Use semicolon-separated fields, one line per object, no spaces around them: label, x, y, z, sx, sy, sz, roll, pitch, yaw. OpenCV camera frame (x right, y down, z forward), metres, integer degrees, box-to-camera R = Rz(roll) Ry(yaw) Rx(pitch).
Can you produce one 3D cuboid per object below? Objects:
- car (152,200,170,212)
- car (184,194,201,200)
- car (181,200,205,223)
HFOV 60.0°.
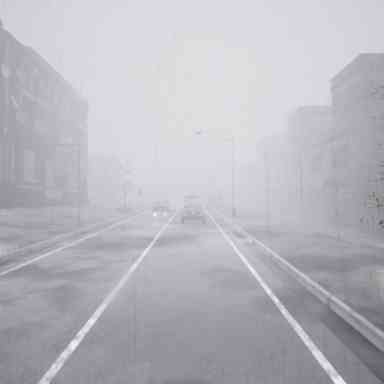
car;-3.604;1.618;39.908;2.033;1.411;5.357;0;0;0
car;0.014;1.305;45.724;2.150;2.045;5.566;0;0;0
car;0.085;1.594;26.192;2.033;1.411;5.357;0;0;0
